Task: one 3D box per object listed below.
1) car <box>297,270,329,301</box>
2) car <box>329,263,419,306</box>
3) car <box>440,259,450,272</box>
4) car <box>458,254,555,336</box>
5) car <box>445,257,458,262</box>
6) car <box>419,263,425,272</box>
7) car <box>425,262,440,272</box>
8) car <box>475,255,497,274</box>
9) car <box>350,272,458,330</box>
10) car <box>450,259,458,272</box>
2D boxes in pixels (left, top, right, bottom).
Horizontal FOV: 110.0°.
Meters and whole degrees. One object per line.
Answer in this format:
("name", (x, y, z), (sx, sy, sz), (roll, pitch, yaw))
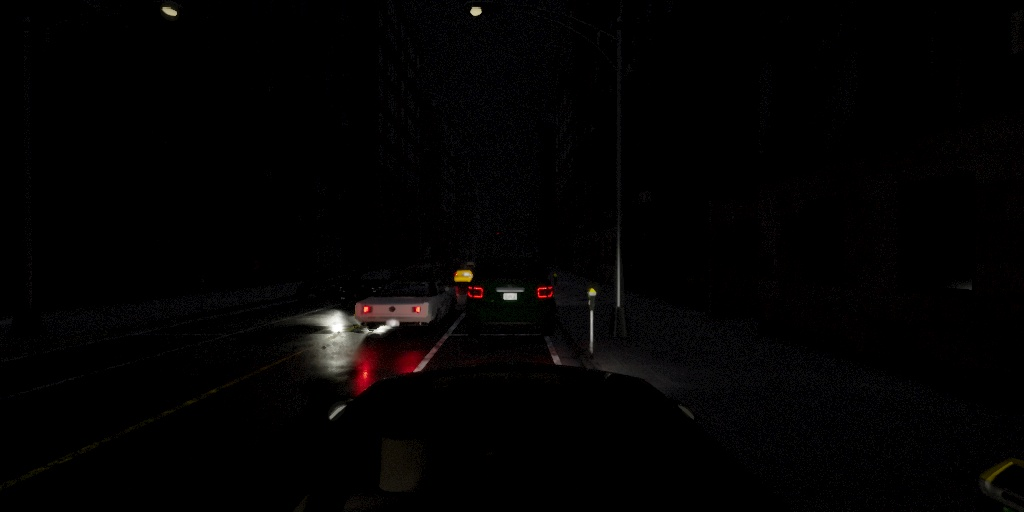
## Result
("car", (-8.408, 1.316, 17.218), (1.948, 1.339, 4.313), (0, 0, 0))
("car", (-5.870, 1.227, 16.032), (1.882, 1.535, 5.008), (0, 0, 0))
("car", (-8.408, 1.295, 38.870), (2.007, 1.370, 4.403), (0, 0, 0))
("car", (-0.039, 0.978, 10.530), (2.150, 2.045, 5.566), (0, 0, 0))
("car", (-8.408, 1.052, 49.696), (2.192, 1.841, 5.009), (0, 0, 0))
("car", (-8.408, 1.331, 28.044), (1.802, 1.307, 4.207), (0, 0, 0))
("car", (-8.408, 1.298, 33.457), (2.007, 1.370, 4.403), (0, 0, 0))
("car", (-2.920, 0.963, 41.945), (2.150, 2.045, 5.566), (0, 0, 0))
("car", (-2.922, 1.351, 11.037), (1.895, 1.301, 4.718), (0, 0, 0))
("car", (-3.019, 1.206, 26.358), (1.801, 1.575, 5.366), (0, 0, 0))
